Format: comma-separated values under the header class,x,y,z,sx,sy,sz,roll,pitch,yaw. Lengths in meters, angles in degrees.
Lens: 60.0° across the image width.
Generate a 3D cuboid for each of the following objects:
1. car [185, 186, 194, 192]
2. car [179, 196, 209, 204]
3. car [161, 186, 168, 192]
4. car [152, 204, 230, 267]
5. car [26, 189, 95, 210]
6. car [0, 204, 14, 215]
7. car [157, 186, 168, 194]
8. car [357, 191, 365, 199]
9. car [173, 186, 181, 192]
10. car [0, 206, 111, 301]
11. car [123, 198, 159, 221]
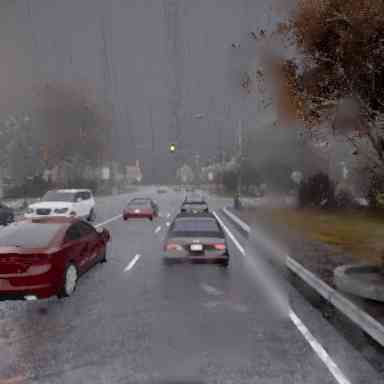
class,x,y,z,sx,sy,sz,roll,pitch,yaw
car,-0.416,-0.738,90.680,2.128,1.511,4.902,0,2,-4
car,0.148,1.012,23.133,2.128,1.511,4.902,0,1,-1
car,-7.484,-0.818,91.701,1.882,1.535,5.008,0,2,-3
car,0.108,1.362,10.698,2.033,1.411,5.357,0,1,0
car,-7.051,0.858,18.485,2.150,2.045,5.566,0,1,0
car,-10.565,1.211,16.377,1.812,1.442,4.674,0,1,0
car,-6.992,-0.343,76.139,1.882,1.535,5.008,0,2,0
car,27.118,0.119,48.417,5.566,2.045,2.150,0,1,-3
car,-3.917,-0.665,90.599,1.895,1.301,4.718,0,2,-4
car,-3.390,1.343,8.163,1.882,1.535,5.008,0,1,0
car,-3.381,1.098,22.505,1.994,1.385,4.181,0,1,0
